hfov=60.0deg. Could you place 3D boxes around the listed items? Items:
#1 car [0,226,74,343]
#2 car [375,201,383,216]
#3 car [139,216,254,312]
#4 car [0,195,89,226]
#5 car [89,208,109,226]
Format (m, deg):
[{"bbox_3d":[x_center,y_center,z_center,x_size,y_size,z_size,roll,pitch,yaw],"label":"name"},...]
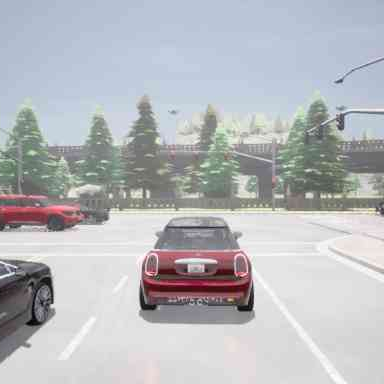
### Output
[{"bbox_3d":[-3.432,1.492,4.172,2.128,1.511,4.902,0,0,0],"label":"car"},{"bbox_3d":[19.478,1.166,29.618,5.566,2.045,2.150,0,0,1],"label":"car"},{"bbox_3d":[0.149,1.352,7.922,2.097,1.767,4.553,0,0,2],"label":"car"},{"bbox_3d":[-9.274,1.201,19.354,5.566,2.045,2.150,0,0,0],"label":"car"},{"bbox_3d":[-8.236,1.448,22.845,5.008,1.535,1.882,0,0,1],"label":"car"}]
